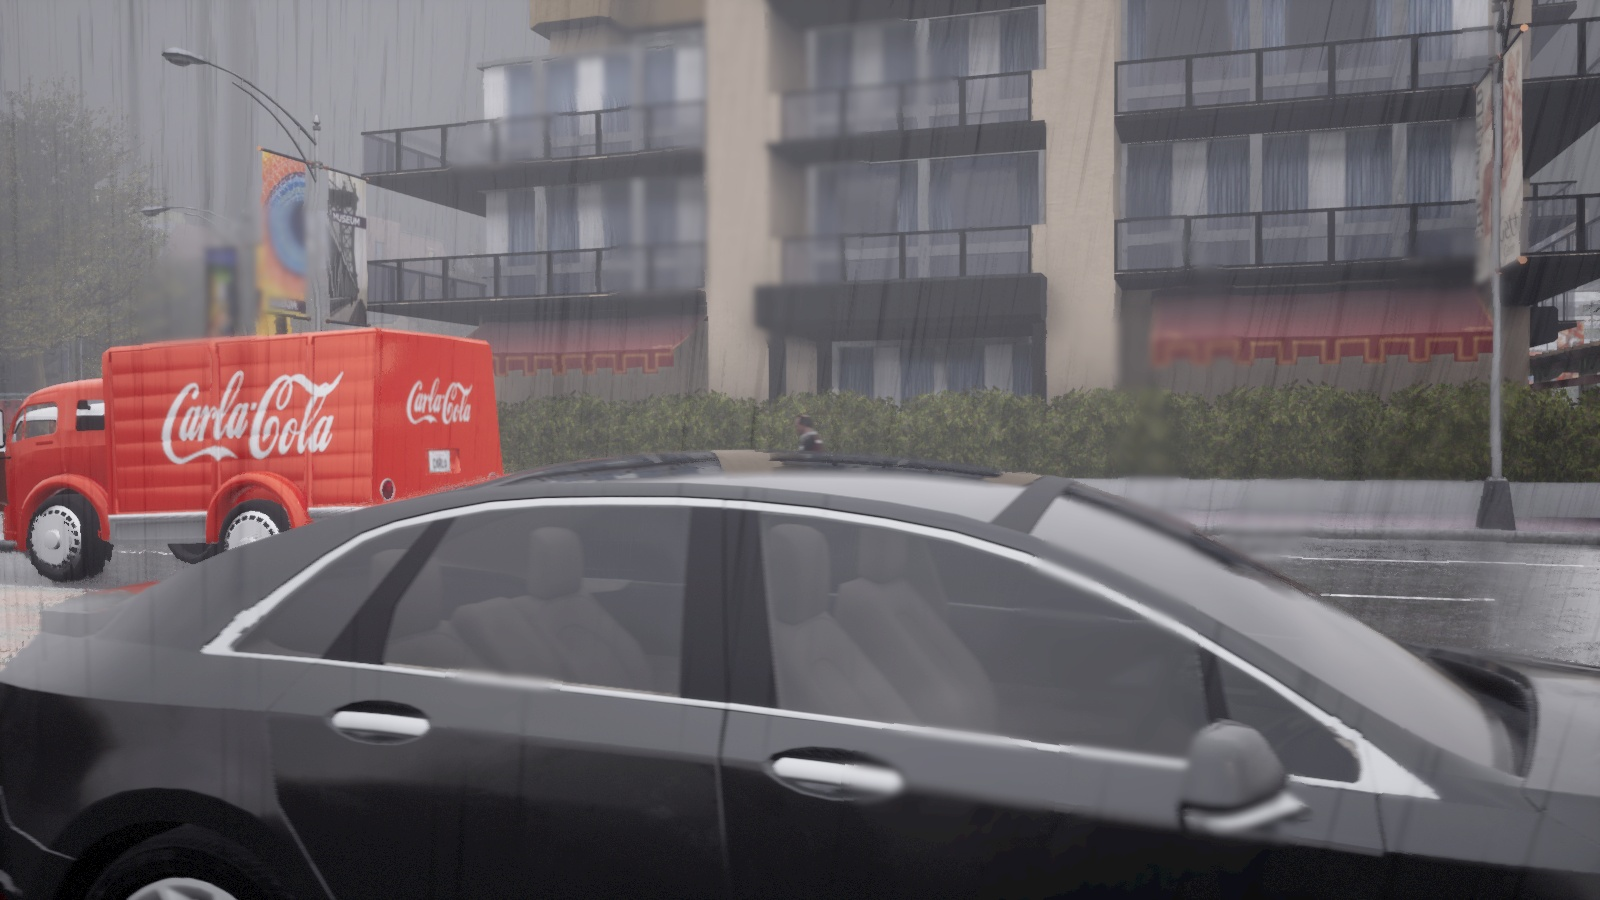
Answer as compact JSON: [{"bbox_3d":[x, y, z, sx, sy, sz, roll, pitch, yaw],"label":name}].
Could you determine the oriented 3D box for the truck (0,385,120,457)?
[{"bbox_3d":[-42.201,-1.612,69.671,8.468,3.827,2.891,0,1,19],"label":"truck"}]

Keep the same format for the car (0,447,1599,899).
[{"bbox_3d":[0.332,0.782,3.081,4.892,1.490,1.837,1,1,19],"label":"car"}]

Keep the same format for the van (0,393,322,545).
[{"bbox_3d":[-9.596,0.218,18.508,4.480,2.038,2.069,1,1,19],"label":"van"}]

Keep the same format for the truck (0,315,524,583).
[{"bbox_3d":[-6.019,0.064,13.646,5.204,2.467,2.627,-2,0,19],"label":"truck"}]
